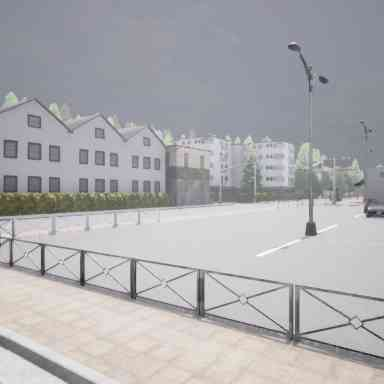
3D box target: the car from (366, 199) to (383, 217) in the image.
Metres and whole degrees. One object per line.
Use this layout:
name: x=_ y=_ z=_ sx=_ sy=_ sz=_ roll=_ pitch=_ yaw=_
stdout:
car: x=15.349 y=1.298 z=26.857 sx=2.007 sy=1.523 sz=4.514 roll=0 pitch=0 yaw=35
